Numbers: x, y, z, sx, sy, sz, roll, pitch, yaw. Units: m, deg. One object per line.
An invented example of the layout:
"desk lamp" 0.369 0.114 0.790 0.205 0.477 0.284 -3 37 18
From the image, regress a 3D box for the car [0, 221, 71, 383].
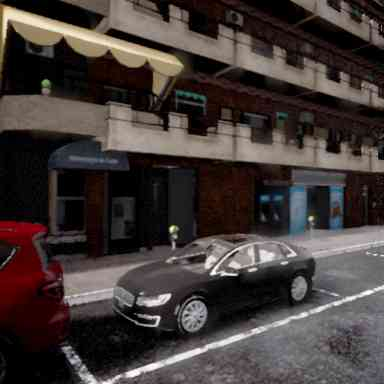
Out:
"car" -3.848 1.314 3.346 5.009 1.841 2.192 0 0 -35

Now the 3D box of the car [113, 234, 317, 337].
"car" 0.660 1.555 6.562 4.403 1.369 2.008 0 0 -35
